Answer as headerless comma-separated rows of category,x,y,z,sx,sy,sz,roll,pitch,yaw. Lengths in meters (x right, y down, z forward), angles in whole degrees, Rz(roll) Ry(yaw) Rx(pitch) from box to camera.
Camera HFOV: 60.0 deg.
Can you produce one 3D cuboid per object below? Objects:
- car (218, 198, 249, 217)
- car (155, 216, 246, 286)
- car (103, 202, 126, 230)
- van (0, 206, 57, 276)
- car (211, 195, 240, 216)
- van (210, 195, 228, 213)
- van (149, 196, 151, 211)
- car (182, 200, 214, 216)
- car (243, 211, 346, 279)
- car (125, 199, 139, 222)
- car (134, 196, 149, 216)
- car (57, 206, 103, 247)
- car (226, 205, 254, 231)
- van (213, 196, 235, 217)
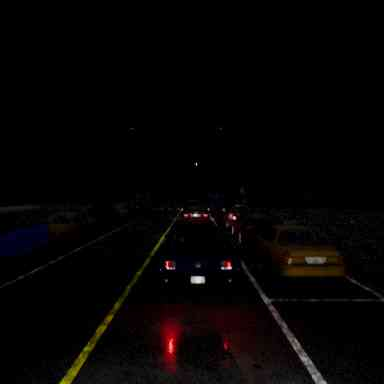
car,2.884,1.410,20.543,1.967,1.590,4.097,0,0,0
car,0.150,1.587,9.337,1.895,1.301,4.718,0,0,0
car,-5.641,1.536,20.598,1.947,1.339,4.313,0,0,0
van,-5.711,1.326,9.723,1.690,1.788,3.998,0,0,0
car,2.919,1.279,25.981,2.192,1.841,5.009,0,0,0
van,2.989,1.292,36.855,1.690,1.788,3.998,0,0,0
van,-5.536,1.292,36.911,1.690,1.788,3.998,0,0,0
car,0.240,1.514,23.366,2.033,1.411,5.357,0,0,0
car,2.815,1.510,9.838,1.752,1.417,4.829,0,0,0
car,-5.607,1.489,25.866,1.752,1.417,4.829,0,0,0
car,-5.571,1.397,31.473,1.967,1.590,4.097,0,0,0
car,-5.677,1.503,14.991,1.752,1.417,4.829,0,0,0
car,2.849,1.522,15.106,1.887,1.381,4.507,0,0,0
van,2.954,1.298,31.418,1.690,1.788,3.998,0,0,0
